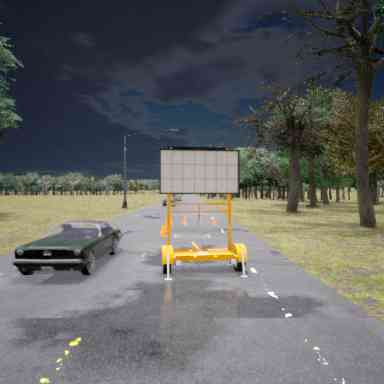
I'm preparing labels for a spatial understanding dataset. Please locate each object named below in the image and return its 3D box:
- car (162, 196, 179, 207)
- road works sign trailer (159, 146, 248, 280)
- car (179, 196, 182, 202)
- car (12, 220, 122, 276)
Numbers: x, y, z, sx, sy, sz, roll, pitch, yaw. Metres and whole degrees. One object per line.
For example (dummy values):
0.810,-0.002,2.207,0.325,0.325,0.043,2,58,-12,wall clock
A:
-3.576,1.588,51.551,2.033,1.411,5.357,0,0,0,car
0.200,0.461,10.005,2.380,3.560,2.880,0,0,-8,road works sign trailer
-3.467,1.668,78.006,1.994,1.385,4.181,0,0,0,car
-3.595,1.597,10.475,1.895,1.301,4.718,0,0,0,car
